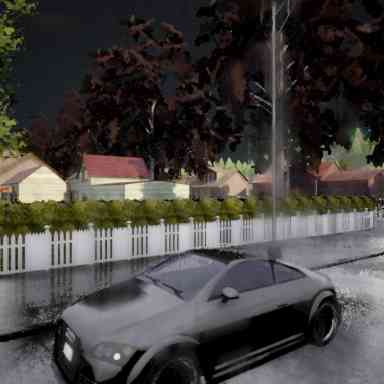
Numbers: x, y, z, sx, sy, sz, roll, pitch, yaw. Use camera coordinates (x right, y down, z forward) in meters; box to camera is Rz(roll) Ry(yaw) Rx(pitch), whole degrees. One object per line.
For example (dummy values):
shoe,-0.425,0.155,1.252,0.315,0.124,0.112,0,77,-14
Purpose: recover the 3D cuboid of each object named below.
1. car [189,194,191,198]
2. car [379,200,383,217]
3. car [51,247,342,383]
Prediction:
car,-2.184,1.221,57.453,2.150,2.045,5.566,0,0,-35
car,16.861,1.224,24.286,2.150,2.045,5.566,-1,0,-42
car,0.270,1.564,4.795,4.181,1.385,1.994,0,0,-35
